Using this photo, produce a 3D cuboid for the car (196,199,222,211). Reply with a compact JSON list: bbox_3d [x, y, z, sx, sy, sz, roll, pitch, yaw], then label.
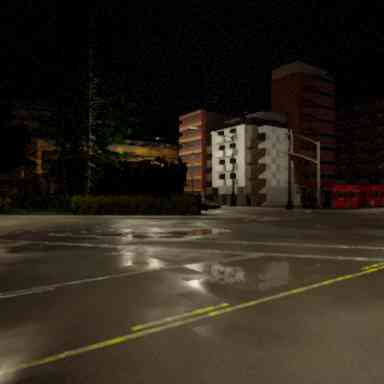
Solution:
[{"bbox_3d":[1.396,1.620,41.805,2.033,1.411,5.357,-1,0,-35],"label":"car"}]
